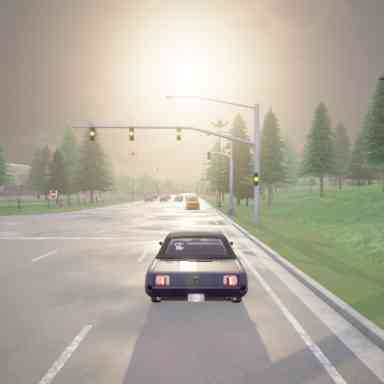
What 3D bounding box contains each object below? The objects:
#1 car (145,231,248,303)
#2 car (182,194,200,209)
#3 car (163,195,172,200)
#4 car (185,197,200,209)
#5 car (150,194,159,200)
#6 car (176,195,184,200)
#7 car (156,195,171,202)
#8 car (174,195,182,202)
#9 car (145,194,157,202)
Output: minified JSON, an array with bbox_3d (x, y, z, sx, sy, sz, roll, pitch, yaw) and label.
[{"bbox_3d":[0.100,1.608,8.169,1.895,1.301,4.718,0,0,1],"label":"car"},{"bbox_3d":[0.001,1.120,46.379,1.882,1.535,5.008,-3,17,-3],"label":"car"},{"bbox_3d":[-6.772,1.452,90.894,2.033,1.411,5.357,0,0,0],"label":"car"},{"bbox_3d":[0.091,1.620,49.837,2.033,1.411,5.357,-1,1,0],"label":"car"},{"bbox_3d":[-10.272,1.412,90.903,1.837,1.490,4.892,0,0,0],"label":"car"},{"bbox_3d":[-3.272,1.436,90.885,1.812,1.442,4.674,0,0,0],"label":"car"},{"bbox_3d":[-6.798,1.602,80.474,2.033,1.411,5.357,0,0,0],"label":"car"},{"bbox_3d":[-3.297,1.616,80.882,1.994,1.385,4.181,0,0,0],"label":"car"},{"bbox_3d":[-10.298,1.602,80.483,2.033,1.411,5.357,0,0,0],"label":"car"}]
